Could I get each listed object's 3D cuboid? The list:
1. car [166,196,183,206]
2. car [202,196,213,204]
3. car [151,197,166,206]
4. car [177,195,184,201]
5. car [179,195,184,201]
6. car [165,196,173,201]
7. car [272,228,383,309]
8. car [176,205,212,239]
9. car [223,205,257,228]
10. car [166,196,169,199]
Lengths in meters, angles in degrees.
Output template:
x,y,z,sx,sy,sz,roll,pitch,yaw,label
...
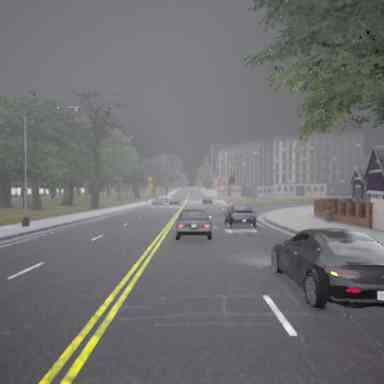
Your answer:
x,y,z,sx,sy,sz,roll,pitch,yaw,label
-3.294,1.940,63.169,1.895,1.301,4.718,0,0,1,car
3.238,1.695,71.062,2.097,1.767,4.553,0,0,0,car
-6.544,1.844,63.160,1.837,1.490,4.892,0,0,1,car
-3.266,1.738,94.818,1.837,1.490,4.892,0,0,0,car
-3.264,1.823,79.011,1.837,1.490,4.892,0,0,0,car
-6.516,1.765,94.789,1.812,1.442,4.674,0,0,0,car
3.244,1.576,7.853,1.812,1.442,4.674,0,0,0,car
0.094,1.660,18.052,2.033,1.411,5.357,0,0,0,car
3.345,1.640,23.654,2.128,1.511,4.902,0,0,0,car
-6.514,1.848,78.973,2.128,1.511,4.902,0,0,0,car
